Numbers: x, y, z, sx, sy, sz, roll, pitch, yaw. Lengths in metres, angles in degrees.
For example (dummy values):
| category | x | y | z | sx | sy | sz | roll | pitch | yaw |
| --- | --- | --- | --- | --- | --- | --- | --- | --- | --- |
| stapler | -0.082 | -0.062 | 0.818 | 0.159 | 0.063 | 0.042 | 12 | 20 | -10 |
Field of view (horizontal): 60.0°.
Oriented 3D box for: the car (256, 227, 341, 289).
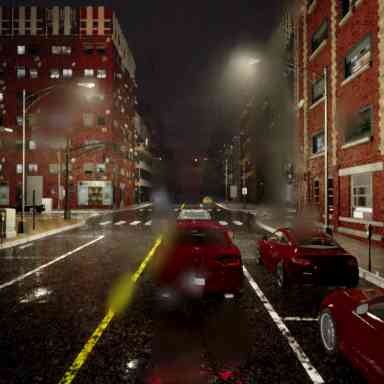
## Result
| category | x | y | z | sx | sy | sz | roll | pitch | yaw |
| --- | --- | --- | --- | --- | --- | --- | --- | --- | --- |
| car | 2.842 | 1.584 | 8.834 | 1.802 | 1.307 | 4.206 | 1 | 0 | 0 |

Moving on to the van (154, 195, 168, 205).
| category | x | y | z | sx | sy | sz | roll | pitch | yaw |
| --- | --- | --- | --- | --- | --- | --- | --- | --- | --- |
| van | -5.640 | 1.359 | 58.132 | 1.690 | 1.788 | 3.998 | 1 | 0 | 0 |

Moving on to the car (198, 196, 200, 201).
| category | x | y | z | sx | sy | sz | roll | pitch | yaw |
| --- | --- | --- | --- | --- | --- | --- | --- | --- | --- |
| car | 2.751 | 1.572 | 80.698 | 1.887 | 1.381 | 4.507 | 1 | 0 | 0 |

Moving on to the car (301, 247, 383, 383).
| category | x | y | z | sx | sy | sz | roll | pitch | yaw |
| --- | --- | --- | --- | --- | --- | --- | --- | --- | --- |
| car | 2.669 | 1.583 | 3.178 | 1.802 | 1.307 | 4.206 | 1 | 0 | 0 |

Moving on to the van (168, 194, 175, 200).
| category | x | y | z | sx | sy | sz | roll | pitch | yaw |
| --- | --- | --- | --- | --- | --- | --- | --- | --- | --- |
| van | -5.619 | 1.375 | 92.046 | 1.690 | 1.788 | 3.998 | 1 | 0 | 0 |

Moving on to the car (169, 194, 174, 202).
| category | x | y | z | sx | sy | sz | roll | pitch | yaw |
| --- | --- | --- | --- | --- | --- | --- | --- | --- | --- |
| car | -5.633 | 1.607 | 75.088 | 1.802 | 1.307 | 4.206 | 1 | 0 | 0 |

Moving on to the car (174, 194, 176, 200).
| category | x | y | z | sx | sy | sz | roll | pitch | yaw |
| --- | --- | --- | --- | --- | --- | --- | --- | --- | --- |
| car | -5.629 | 1.553 | 80.571 | 1.752 | 1.417 | 4.829 | 1 | 0 | 0 |

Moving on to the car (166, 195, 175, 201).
| category | x | y | z | sx | sy | sz | roll | pitch | yaw |
| --- | --- | --- | --- | --- | --- | --- | --- | --- | --- |
| car | -5.626 | 1.582 | 86.393 | 2.008 | 1.369 | 4.403 | 1 | 0 | 0 |

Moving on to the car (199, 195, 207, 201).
| category | x | y | z | sx | sy | sz | roll | pitch | yaw |
| --- | --- | --- | --- | --- | --- | --- | --- | --- | --- |
| car | 2.754 | 1.597 | 86.349 | 1.947 | 1.339 | 4.313 | 1 | 0 | 0 |

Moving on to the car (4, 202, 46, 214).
| category | x | y | z | sx | sy | sz | roll | pitch | yaw |
| --- | --- | --- | --- | --- | --- | --- | --- | --- | --- |
| car | -18.688 | 1.729 | 37.230 | 4.313 | 1.339 | 1.947 | 0 | -1 | 0 |

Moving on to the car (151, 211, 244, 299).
| category | x | y | z | sx | sy | sz | roll | pitch | yaw |
| --- | --- | --- | --- | --- | --- | --- | --- | --- | --- |
| car | 0.103 | 1.480 | 8.514 | 1.882 | 1.535 | 5.008 | 0 | 0 | 0 |

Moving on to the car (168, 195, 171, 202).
| category | x | y | z | sx | sy | sz | roll | pitch | yaw |
| --- | --- | --- | --- | --- | --- | --- | --- | --- | --- |
| car | -5.640 | 1.602 | 63.784 | 1.802 | 1.307 | 4.206 | 1 | 0 | 0 |

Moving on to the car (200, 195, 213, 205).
| category | x | y | z | sx | sy | sz | roll | pitch | yaw |
| --- | --- | --- | --- | --- | --- | --- | --- | --- | --- |
| car | 2.737 | 1.543 | 58.258 | 1.752 | 1.417 | 4.829 | 1 | 0 | 0 |
